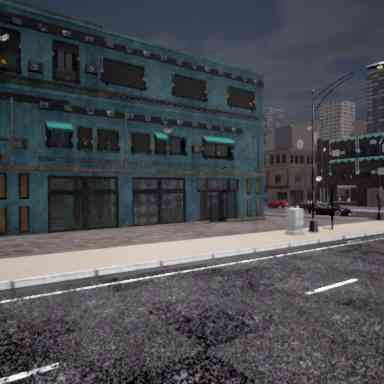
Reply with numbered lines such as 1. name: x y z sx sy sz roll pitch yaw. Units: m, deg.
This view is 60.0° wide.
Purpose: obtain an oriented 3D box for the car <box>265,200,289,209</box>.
1. car: 12.903 1.896 50.161 1.802 1.307 4.206 -2 0 -35

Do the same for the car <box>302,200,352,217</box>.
1. car: 13.966 1.808 33.920 1.947 1.339 4.313 -2 0 -35

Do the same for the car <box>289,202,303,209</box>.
1. car: 16.096 1.802 45.640 2.008 1.369 4.403 -2 0 -35
